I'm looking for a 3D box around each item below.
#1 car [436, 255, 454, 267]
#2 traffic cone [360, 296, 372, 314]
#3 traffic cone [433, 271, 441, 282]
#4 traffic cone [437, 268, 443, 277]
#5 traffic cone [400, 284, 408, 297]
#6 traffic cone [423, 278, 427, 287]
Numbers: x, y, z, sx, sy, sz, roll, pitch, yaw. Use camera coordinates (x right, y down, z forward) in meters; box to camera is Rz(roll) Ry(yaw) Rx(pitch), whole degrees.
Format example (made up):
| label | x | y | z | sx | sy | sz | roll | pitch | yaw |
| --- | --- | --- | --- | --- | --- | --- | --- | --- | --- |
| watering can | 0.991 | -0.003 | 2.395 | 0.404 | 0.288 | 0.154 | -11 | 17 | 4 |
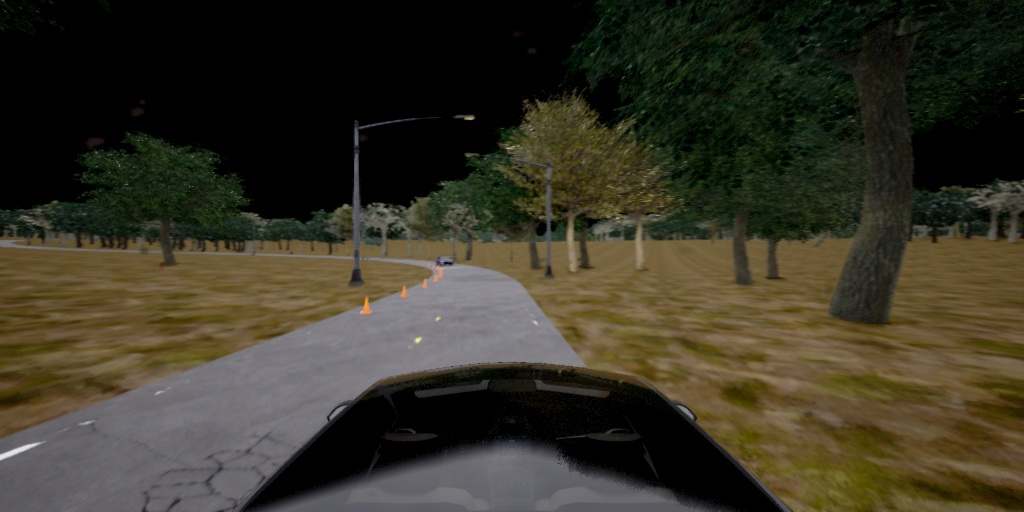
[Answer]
| label | x | y | z | sx | sy | sz | roll | pitch | yaw |
| --- | --- | --- | --- | --- | --- | --- | --- | --- | --- |
| car | -10.195 | 0.705 | 54.433 | 2.097 | 1.767 | 4.553 | -1 | 1 | -22 |
| traffic cone | -5.085 | 1.700 | 12.548 | 0.340 | 0.580 | 0.340 | 0 | 0 | -2 |
| traffic cone | -5.804 | 1.648 | 27.381 | 0.340 | 0.580 | 0.340 | 0 | 0 | -6 |
| traffic cone | -6.390 | 1.613 | 32.215 | 0.340 | 0.580 | 0.340 | 0 | 0 | -8 |
| traffic cone | -5.270 | 1.691 | 17.549 | 0.340 | 0.580 | 0.340 | 0 | 0 | -2 |
| traffic cone | -5.458 | 1.673 | 22.524 | 0.340 | 0.580 | 0.340 | 0 | 0 | -3 |
